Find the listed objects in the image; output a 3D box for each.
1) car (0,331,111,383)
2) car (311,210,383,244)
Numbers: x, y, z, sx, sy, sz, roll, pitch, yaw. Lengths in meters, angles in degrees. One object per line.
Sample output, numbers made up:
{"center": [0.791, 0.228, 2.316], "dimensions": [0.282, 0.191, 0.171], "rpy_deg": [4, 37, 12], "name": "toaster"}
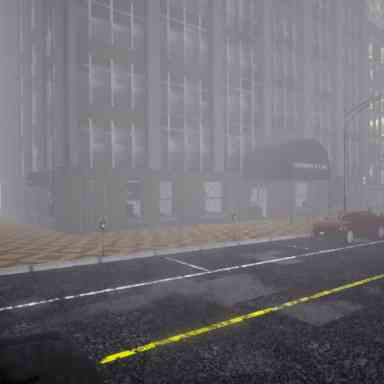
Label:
{"center": [-2.599, 1.601, 1.466], "dimensions": [4.718, 1.301, 1.895], "rpy_deg": [0, 0, -35], "name": "car"}
{"center": [7.474, 1.542, 15.764], "dimensions": [4.507, 1.381, 1.887], "rpy_deg": [0, -1, -35], "name": "car"}
